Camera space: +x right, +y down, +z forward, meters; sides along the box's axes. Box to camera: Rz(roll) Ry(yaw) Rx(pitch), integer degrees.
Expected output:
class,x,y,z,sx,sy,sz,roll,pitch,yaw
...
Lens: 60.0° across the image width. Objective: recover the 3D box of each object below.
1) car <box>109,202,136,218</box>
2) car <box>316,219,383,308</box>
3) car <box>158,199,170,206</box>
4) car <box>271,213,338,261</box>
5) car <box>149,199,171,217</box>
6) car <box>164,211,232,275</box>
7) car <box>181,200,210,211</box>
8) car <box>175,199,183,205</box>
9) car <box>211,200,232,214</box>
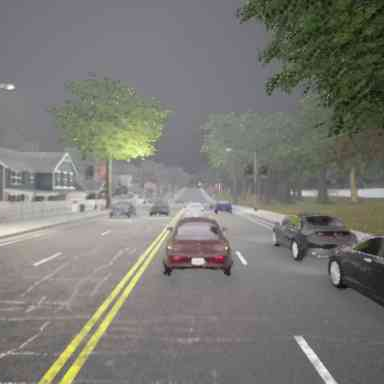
class,x,y,z,sx,sy,sz,roll,pitch,yaw
car,-6.396,1.633,31.096,1.812,1.442,4.674,0,-1,0
car,4.258,1.518,6.364,1.837,1.490,4.892,0,0,0
car,-6.013,2.280,72.640,2.033,1.411,5.357,0,-1,0
car,4.299,1.527,12.365,1.837,1.490,4.892,0,0,0
car,-3.129,1.690,33.509,2.033,1.411,5.357,0,-1,0
car,0.162,1.530,10.401,1.812,1.442,4.674,0,0,0
car,0.285,1.626,28.123,1.812,1.442,4.674,0,0,0
car,-2.742,2.212,75.668,1.994,1.385,4.181,0,-1,0
car,3.579,1.708,39.013,1.882,1.535,5.008,0,-2,1
